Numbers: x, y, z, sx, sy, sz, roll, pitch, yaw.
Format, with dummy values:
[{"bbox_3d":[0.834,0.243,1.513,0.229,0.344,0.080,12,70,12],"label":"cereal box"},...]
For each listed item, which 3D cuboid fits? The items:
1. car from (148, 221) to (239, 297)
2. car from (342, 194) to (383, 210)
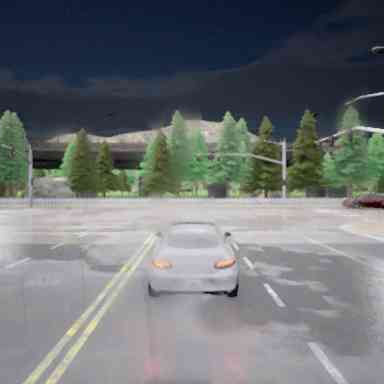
[{"bbox_3d":[0.032,1.448,8.224,1.812,1.442,4.674,0,1,0],"label":"car"},{"bbox_3d":[18.452,0.965,35.362,4.553,1.767,2.097,0,1,0],"label":"car"}]
